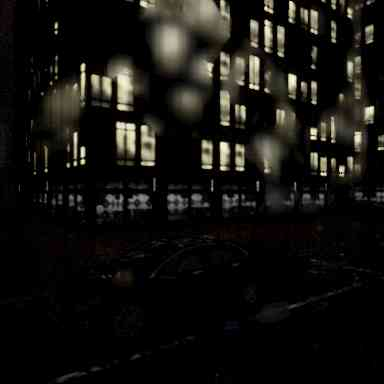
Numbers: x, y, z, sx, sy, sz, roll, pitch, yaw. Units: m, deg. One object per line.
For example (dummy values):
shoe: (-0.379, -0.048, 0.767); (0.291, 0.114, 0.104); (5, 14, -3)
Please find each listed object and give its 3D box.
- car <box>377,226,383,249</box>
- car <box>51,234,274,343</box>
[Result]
car: (8.953, 1.500, 12.947); (4.507, 1.381, 1.887); (0, 0, -36)
car: (-0.313, 1.541, 6.333); (4.403, 1.369, 2.008); (0, 0, -36)
